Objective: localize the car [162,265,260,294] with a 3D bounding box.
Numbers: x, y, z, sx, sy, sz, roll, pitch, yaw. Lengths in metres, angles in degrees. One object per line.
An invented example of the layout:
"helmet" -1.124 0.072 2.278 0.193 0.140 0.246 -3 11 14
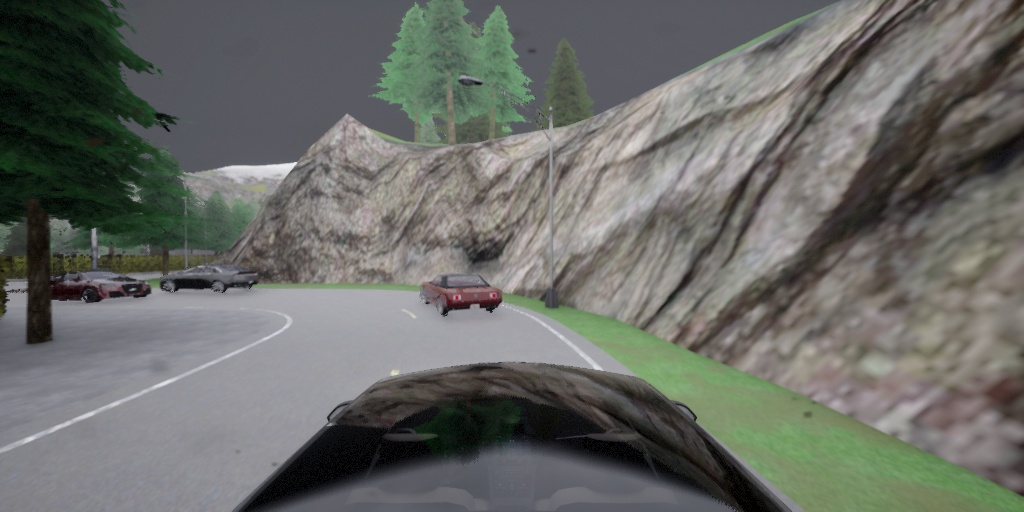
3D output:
"car" -16.471 1.224 19.596 4.902 1.511 2.128 0 0 7

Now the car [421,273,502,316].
"car" -2.083 1.292 13.268 1.895 1.301 4.718 0 0 -24

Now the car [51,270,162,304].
"car" -18.932 1.332 16.228 4.181 1.385 1.994 0 0 6
